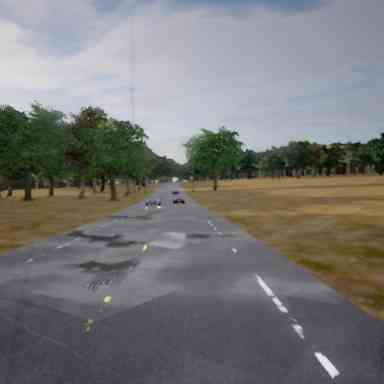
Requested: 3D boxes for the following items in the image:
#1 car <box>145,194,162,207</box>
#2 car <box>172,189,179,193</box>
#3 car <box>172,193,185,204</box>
[{"bbox_3d":[-5.380,1.091,46.736,2.097,1.767,4.553,0,1,-3],"label":"car"},{"bbox_3d":[-4.667,-0.034,95.215,1.882,1.535,5.008,0,2,-3],"label":"car"},{"bbox_3d":[-2.158,1.212,54.131,1.895,1.301,4.718,0,1,-3],"label":"car"}]
